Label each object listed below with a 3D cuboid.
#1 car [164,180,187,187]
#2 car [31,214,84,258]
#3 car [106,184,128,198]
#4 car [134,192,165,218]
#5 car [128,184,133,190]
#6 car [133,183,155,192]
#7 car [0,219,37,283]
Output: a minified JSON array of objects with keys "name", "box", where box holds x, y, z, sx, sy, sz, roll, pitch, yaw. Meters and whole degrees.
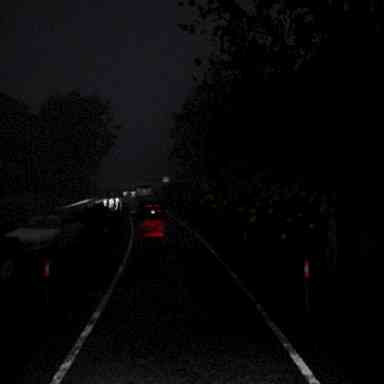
[{"name":"car","box":[-4.295,-2.358,94.038,5.566,2.045,2.435,0,1,-25]},{"name":"car","box":[-5.874,1.661,13.668,2.002,1.452,4.674,2,1,0]},{"name":"car","box":[-10.685,-0.002,46.150,2.128,1.511,4.902,0,3,-3]},{"name":"car","box":[-3.216,1.032,25.127,1.837,1.490,4.892,-1,2,-13]},{"name":"car","box":[-11.765,-0.877,63.814,1.812,1.442,4.674,0,3,-4]},{"name":"car","box":[-6.080,-0.157,43.750,2.150,2.045,5.566,0,3,-4]},{"name":"car","box":[-5.986,1.645,7.525,2.097,1.535,5.008,-1,0,6]}]
